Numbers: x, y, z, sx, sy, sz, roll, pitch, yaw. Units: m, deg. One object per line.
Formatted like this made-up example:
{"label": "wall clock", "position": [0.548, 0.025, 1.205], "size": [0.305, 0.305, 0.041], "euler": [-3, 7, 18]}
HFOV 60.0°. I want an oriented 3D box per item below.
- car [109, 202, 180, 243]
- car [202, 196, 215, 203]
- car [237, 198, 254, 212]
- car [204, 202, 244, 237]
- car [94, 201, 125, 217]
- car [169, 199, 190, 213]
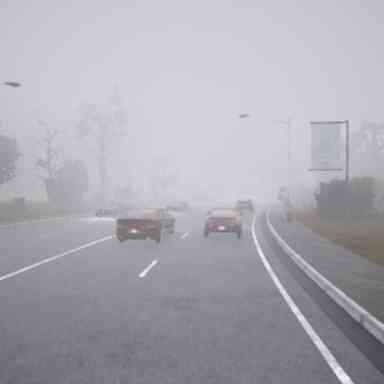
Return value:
{"label": "car", "position": [-2.069, 1.451, 16.077], "size": [1.882, 1.535, 5.008], "euler": [0, 0, 7]}
{"label": "car", "position": [3.352, 1.499, 69.174], "size": [1.895, 1.301, 4.718], "euler": [0, 0, 15]}
{"label": "car", "position": [6.177, 1.475, 38.784], "size": [2.128, 1.511, 4.902], "euler": [0, 0, 14]}
{"label": "car", "position": [1.741, 1.514, 17.902], "size": [1.812, 1.442, 4.674], "euler": [0, 0, 9]}
{"label": "car", "position": [-6.963, 1.494, 29.616], "size": [1.994, 1.385, 4.181], "euler": [0, 0, 12]}
{"label": "car", "position": [-1.648, 1.492, 37.246], "size": [2.033, 1.411, 5.357], "euler": [0, 0, 14]}
